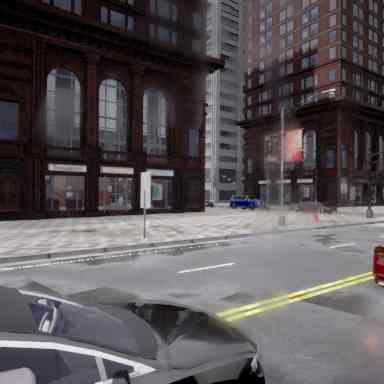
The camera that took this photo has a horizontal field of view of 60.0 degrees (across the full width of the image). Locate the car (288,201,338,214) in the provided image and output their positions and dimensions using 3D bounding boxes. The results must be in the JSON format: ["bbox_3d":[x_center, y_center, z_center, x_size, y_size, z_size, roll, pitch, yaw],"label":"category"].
[{"bbox_3d":[13.402,1.725,37.129,2.033,1.411,5.357,1,-1,-35],"label":"car"}]

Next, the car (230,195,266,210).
[{"bbox_3d":[7.524,1.445,45.407,2.150,2.045,5.566,1,-1,-35],"label":"car"}]

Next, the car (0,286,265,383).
[{"bbox_3d":[-1.558,1.492,2.334,4.902,1.511,2.128,0,0,-35],"label":"car"}]

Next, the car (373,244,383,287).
[{"bbox_3d":[6.270,1.489,7.905,5.008,1.535,1.882,0,0,-35],"label":"car"}]

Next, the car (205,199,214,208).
[{"bbox_3d":[1.705,1.834,53.600,1.994,1.385,4.181,1,-1,-35],"label":"car"}]
